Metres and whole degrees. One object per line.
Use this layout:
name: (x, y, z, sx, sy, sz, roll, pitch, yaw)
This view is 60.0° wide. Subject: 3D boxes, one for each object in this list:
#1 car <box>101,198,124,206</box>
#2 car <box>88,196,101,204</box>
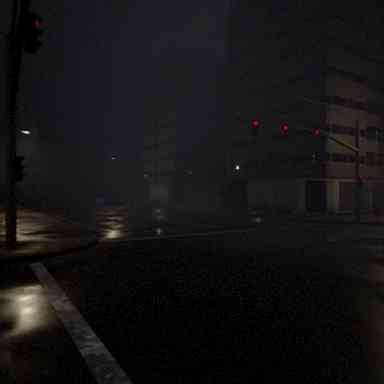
car: (-12.817, 1.600, 54.477, 1.895, 1.301, 4.718, 0, 0, -31)
car: (-18.093, 1.547, 62.903, 2.033, 1.411, 5.357, 0, 0, -32)
